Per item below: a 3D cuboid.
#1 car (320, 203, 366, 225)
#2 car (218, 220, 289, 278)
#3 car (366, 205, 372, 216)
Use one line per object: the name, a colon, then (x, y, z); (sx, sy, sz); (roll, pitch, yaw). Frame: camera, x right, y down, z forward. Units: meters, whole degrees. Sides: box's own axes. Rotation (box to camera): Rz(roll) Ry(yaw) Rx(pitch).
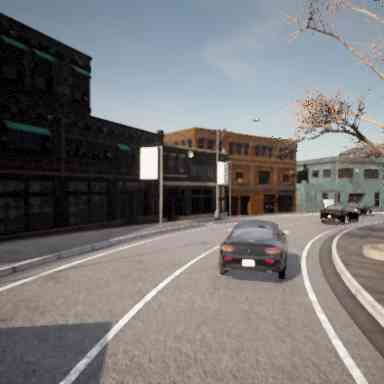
car: (12.472, 1.801, 27.774); (1.882, 1.535, 5.008); (1, 0, 44)
car: (2.031, 1.613, 10.472); (1.812, 1.442, 4.674); (0, 0, 16)
car: (17.693, 1.909, 36.487); (4.902, 1.511, 2.128); (1, 0, -31)
